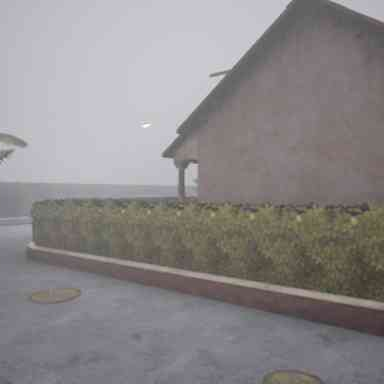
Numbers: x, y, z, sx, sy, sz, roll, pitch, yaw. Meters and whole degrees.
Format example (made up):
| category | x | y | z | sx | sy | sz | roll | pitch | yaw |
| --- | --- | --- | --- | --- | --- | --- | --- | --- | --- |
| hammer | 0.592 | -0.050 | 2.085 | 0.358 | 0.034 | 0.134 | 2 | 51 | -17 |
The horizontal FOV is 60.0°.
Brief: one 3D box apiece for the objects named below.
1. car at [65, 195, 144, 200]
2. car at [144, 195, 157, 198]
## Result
| category | x | y | z | sx | sy | sz | roll | pitch | yaw |
| --- | --- | --- | --- | --- | --- | --- | --- | --- | --- |
| car | -6.202 | 1.316 | 22.679 | 2.150 | 2.045 | 5.566 | 0 | 0 | 36 |
| car | -5.307 | 1.334 | 30.954 | 2.150 | 2.045 | 5.566 | 0 | 0 | 36 |
